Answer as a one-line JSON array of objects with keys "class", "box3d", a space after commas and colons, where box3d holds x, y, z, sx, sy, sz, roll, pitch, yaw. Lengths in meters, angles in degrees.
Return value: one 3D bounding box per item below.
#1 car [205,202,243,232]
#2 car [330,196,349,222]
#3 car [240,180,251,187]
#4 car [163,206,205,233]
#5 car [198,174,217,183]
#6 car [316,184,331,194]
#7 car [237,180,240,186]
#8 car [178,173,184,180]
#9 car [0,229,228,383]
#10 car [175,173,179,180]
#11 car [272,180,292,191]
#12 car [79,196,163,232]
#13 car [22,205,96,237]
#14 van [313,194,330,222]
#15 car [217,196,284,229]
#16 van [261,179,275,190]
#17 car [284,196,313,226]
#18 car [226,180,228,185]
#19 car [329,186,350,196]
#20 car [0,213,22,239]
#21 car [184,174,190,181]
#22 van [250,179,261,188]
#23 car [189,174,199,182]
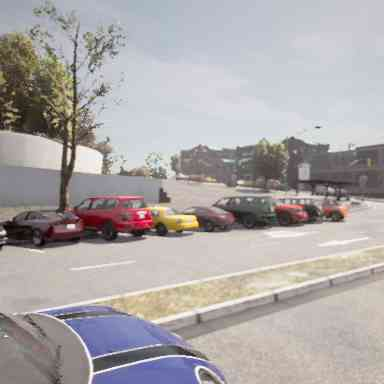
[{"class": "car", "box3d": [0.382, 1.561, 20.454, 4.674, 1.452, 2.002, -1, -1, 35]}, {"class": "car", "box3d": [10.269, 1.429, 27.339, 4.553, 1.767, 2.185, -1, -1, 35]}, {"class": "car", "box3d": [13.185, -1.754, 73.258, 1.946, 1.575, 5.366, 7, 3, 35]}, {"class": "car", "box3d": [-2.224, 1.512, 18.825, 5.366, 1.575, 1.946, -1, -1, 35]}, {"class": "car", "box3d": [4.504, -3.118, 85.549, 1.946, 1.575, 5.366, 7, 3, 34]}, {"class": "car", "box3d": [23.461, -0.368, 58.309, 2.435, 2.045, 5.566, 7, 3, 35]}, {"class": "car", "box3d": [11.353, -1.986, 75.578, 2.002, 1.452, 4.674, 7, 3, 35]}, {"class": "car", "box3d": [-0.873, -4.027, 92.744, 2.185, 1.767, 4.553, 4, 1, 33]}, {"class": "car", "box3d": [-1.811, 1.350, 1.839, 4.553, 1.767, 2.097, 0, 0, -36]}, {"class": "car", "box3d": [-2.645, -4.305, 95.091, 2.435, 2.045, 5.566, 1, -1, 34]}, {"class": "car", "box3d": [18.249, -0.935, 65.694, 2.231, 1.521, 4.892, 7, 3, 35]}, {"class": "car", "box3d": [-4.543, 1.254, 16.998, 5.566, 2.045, 2.435, -1, -1, 35]}, {"class": "car", "box3d": [-6.987, 1.527, 15.251, 4.792, 1.488, 2.163, -1, -1, 35]}, {"class": "van", "box3d": [7.860, 1.319, 25.588, 4.442, 1.987, 1.878, -1, -1, 35]}, {"class": "car", "box3d": [2.809, 1.278, 22.212, 5.566, 2.045, 2.435, -1, -1, 35]}, {"class": "van", "box3d": [16.489, -1.433, 68.056, 1.878, 1.987, 4.442, 7, 4, 35]}, {"class": "car", "box3d": [5.322, 1.286, 23.918, 5.566, 2.045, 2.435, -1, -1, 35]}, {"class": "car", "box3d": [9.610, -2.259, 78.040, 2.002, 1.452, 4.674, 7, 3, 35]}, {"class": "car", "box3d": [25.152, 0.194, 55.837, 2.002, 1.452, 4.674, 7, 3, 35]}, {"class": "car", "box3d": [-9.407, 1.493, 13.504, 4.892, 1.521, 2.231, -1, -1, 34]}, {"class": "car", "box3d": [0.858, -3.793, 90.274, 2.185, 1.767, 4.553, 6, 3, 34]}, {"class": "van", "box3d": [14.760, -1.706, 70.527, 1.878, 1.987, 4.442, 7, 3, 35]}, {"class": "car", "box3d": [2.652, -3.641, 87.808, 2.435, 2.045, 5.566, 7, 3, 34]}]
